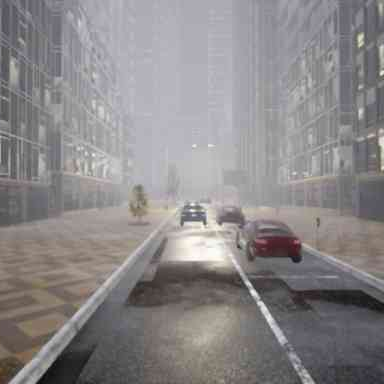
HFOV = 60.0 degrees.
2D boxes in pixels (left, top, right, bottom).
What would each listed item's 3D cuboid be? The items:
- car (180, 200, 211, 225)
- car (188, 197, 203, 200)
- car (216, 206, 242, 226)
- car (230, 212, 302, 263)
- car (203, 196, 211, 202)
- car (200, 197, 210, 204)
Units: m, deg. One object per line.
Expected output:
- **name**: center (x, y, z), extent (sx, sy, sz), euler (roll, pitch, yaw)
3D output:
- **car**: center (0.096, 1.552, 24.121), extent (2.033, 1.411, 5.357), euler (0, 0, 0)
- **car**: center (0.094, 1.584, 42.550), extent (1.994, 1.385, 4.181), euler (0, 0, 0)
- **car**: center (2.574, 1.587, 22.839), extent (1.802, 1.307, 4.206), euler (1, 0, 0)
- **car**: center (2.576, 1.583, 11.705), extent (1.802, 1.307, 4.206), euler (1, 0, 0)
- **car**: center (2.570, 1.482, 61.812), extent (1.967, 1.590, 4.097), euler (1, 0, 0)
- **car**: center (2.566, 1.632, 67.379), extent (1.802, 1.307, 4.206), euler (1, 0, 0)
